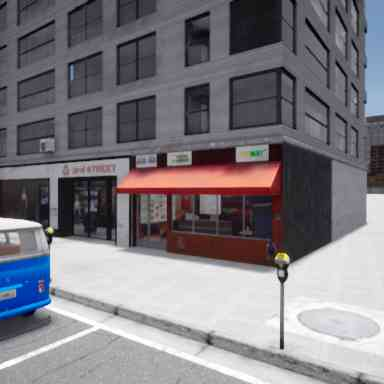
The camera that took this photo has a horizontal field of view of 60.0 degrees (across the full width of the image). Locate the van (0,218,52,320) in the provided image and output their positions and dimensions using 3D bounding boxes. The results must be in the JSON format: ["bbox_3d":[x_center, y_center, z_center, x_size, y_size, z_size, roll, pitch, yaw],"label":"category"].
[{"bbox_3d":[-4.327,1.336,6.165,3.998,1.788,1.690,0,0,36],"label":"van"}]
